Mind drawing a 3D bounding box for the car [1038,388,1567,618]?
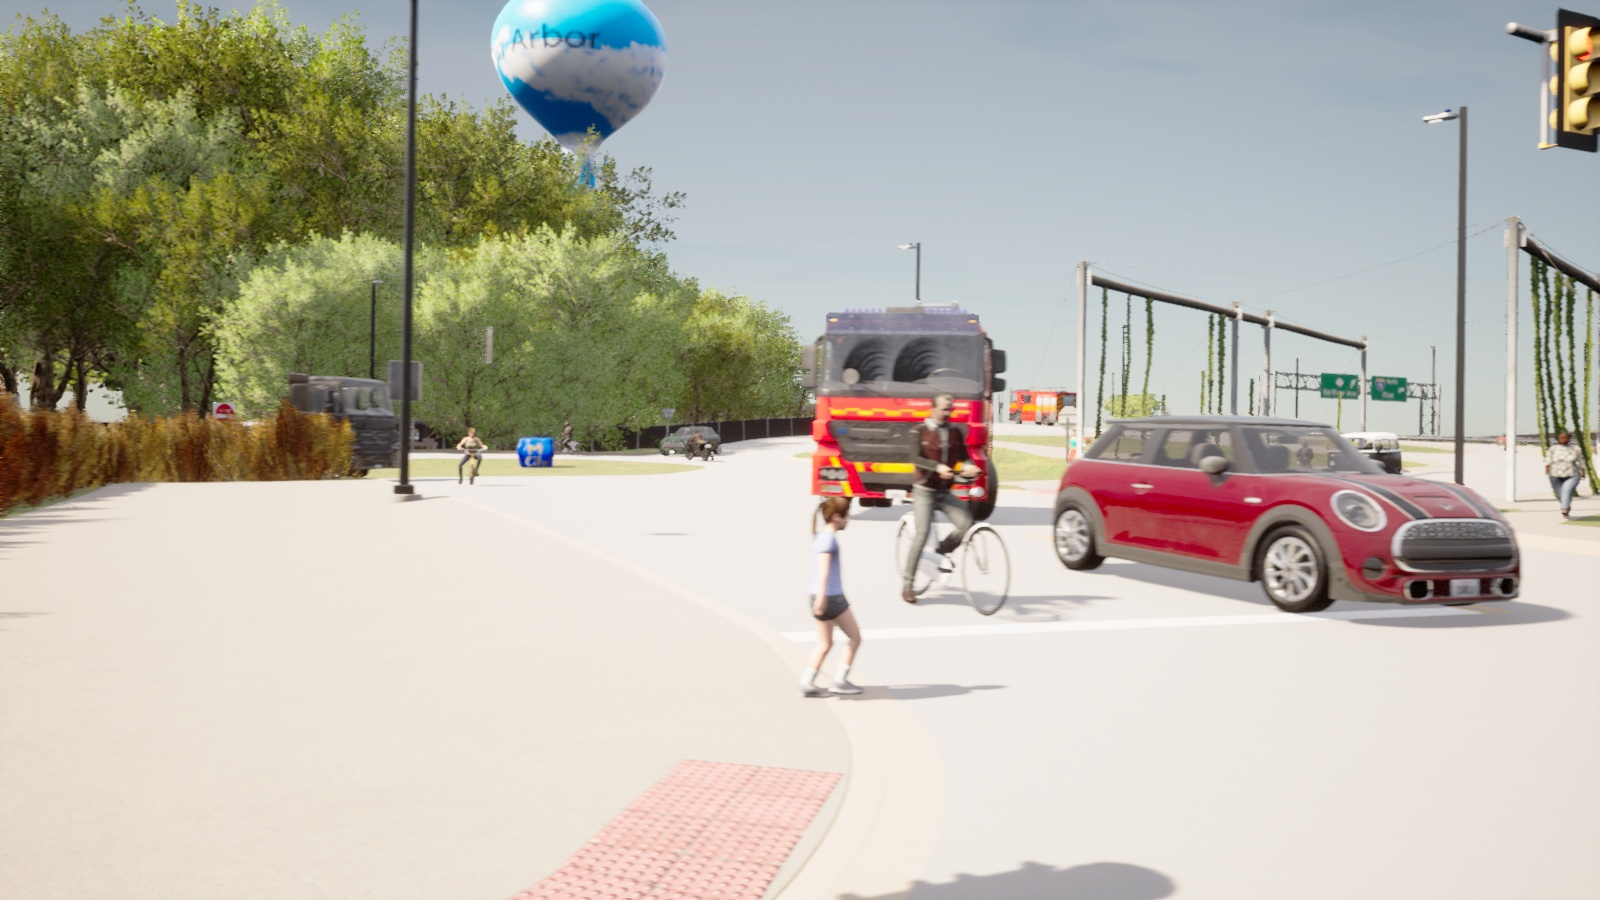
[{"bbox_3d":[4.505,0.363,12.133,2.097,1.767,4.553,0,1,-24],"label":"car"}]

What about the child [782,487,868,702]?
[{"bbox_3d":[0.134,0.758,6.727,0.394,1.110,0.255,0,-1,-18],"label":"child"}]

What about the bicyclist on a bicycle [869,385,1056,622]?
[{"bbox_3d":[1.285,0.385,10.370,0.659,1.776,1.843,0,1,-24],"label":"bicyclist on a bicycle"}]

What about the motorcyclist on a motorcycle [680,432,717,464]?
[{"bbox_3d":[-4.903,-0.106,60.746,0.797,1.523,2.044,-1,2,-38],"label":"motorcyclist on a motorcycle"}]

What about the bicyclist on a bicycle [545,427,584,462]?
[{"bbox_3d":[-11.990,-0.283,63.925,1.843,1.776,0.659,-1,0,-34],"label":"bicyclist on a bicycle"}]

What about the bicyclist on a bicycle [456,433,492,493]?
[{"bbox_3d":[-9.078,0.373,34.965,0.866,1.612,1.509,0,-2,-18],"label":"bicyclist on a bicycle"}]

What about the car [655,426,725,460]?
[{"bbox_3d":[-6.283,-0.414,72.480,2.097,1.767,4.553,0,2,23],"label":"car"}]

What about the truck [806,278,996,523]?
[{"bbox_3d":[2.232,-0.738,24.013,2.891,3.827,8.468,0,-1,9],"label":"truck"}]

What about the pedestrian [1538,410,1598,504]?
[{"bbox_3d":[15.695,0.145,25.657,0.874,1.855,0.900,-1,-1,42],"label":"pedestrian"}]

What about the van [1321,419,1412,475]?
[{"bbox_3d":[22.141,-0.142,49.011,2.069,2.038,4.480,-1,1,40],"label":"van"}]

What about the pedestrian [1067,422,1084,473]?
[{"bbox_3d":[10.023,-0.099,45.683,0.345,1.836,0.594,-1,-1,43],"label":"pedestrian"}]

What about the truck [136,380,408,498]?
[{"bbox_3d":[-17.246,-0.306,41.131,7.936,3.462,2.891,-2,0,14],"label":"truck"}]
